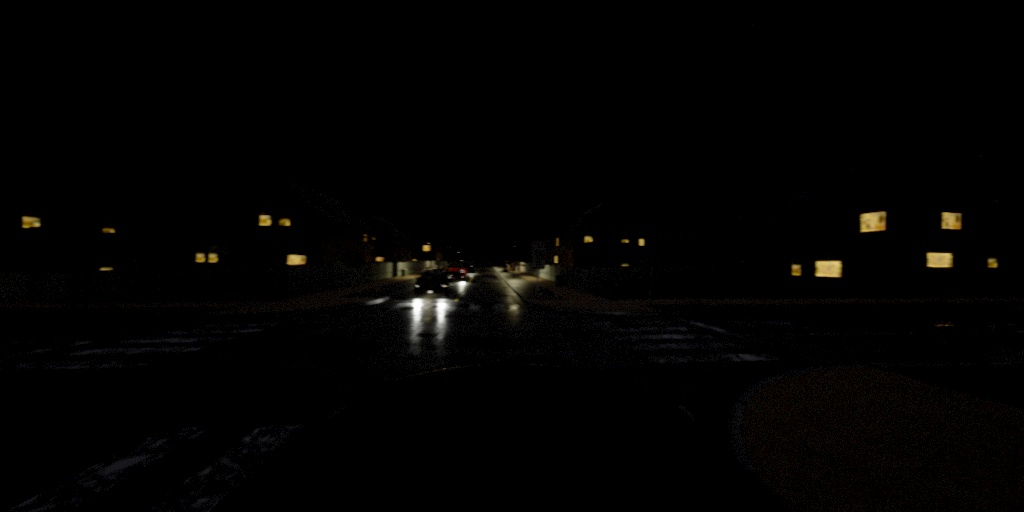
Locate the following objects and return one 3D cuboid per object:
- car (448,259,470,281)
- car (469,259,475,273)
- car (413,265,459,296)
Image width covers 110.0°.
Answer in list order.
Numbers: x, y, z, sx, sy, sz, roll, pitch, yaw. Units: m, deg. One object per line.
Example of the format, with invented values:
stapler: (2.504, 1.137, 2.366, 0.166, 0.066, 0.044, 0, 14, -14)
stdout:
car: (-5.453, 1.416, 34.598, 2.097, 1.767, 4.553, 1, -1, -4)
car: (-6.899, 1.518, 55.021, 2.150, 2.045, 5.566, 1, -1, -4)
car: (-4.395, 1.461, 20.799, 2.033, 1.411, 5.357, 1, -1, -6)
